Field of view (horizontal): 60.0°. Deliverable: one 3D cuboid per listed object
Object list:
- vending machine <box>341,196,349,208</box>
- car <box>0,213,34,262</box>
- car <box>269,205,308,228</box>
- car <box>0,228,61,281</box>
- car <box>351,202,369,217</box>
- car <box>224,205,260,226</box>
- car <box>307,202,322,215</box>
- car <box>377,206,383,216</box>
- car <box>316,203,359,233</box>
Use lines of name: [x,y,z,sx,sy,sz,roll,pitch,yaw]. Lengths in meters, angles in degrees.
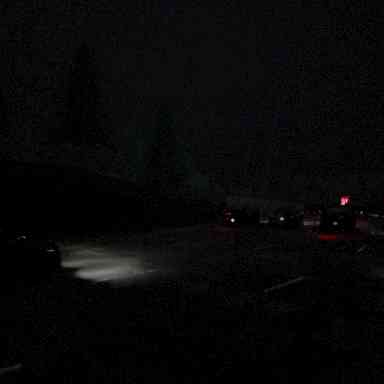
vending machine: [27.936,1.867,60.558,1.100,2.100,0.880,0,-1,6]
car: [-8.140,1.559,11.007,5.008,1.535,1.882,1,0,-36]
car: [7.014,1.823,24.478,1.994,1.385,4.181,0,0,26]
car: [-5.814,1.589,8.399,4.674,1.442,1.812,1,-1,-36]
car: [17.864,1.915,36.829,1.837,1.490,4.892,0,-1,7]
car: [3.970,1.769,25.978,1.837,1.490,4.892,1,0,26]
car: [14.537,1.929,39.464,1.837,1.490,4.892,0,-1,8]
car: [21.081,1.965,34.730,1.994,1.385,4.181,0,-1,8]
car: [9.593,1.718,21.730,1.882,1.535,5.008,0,-1,28]
